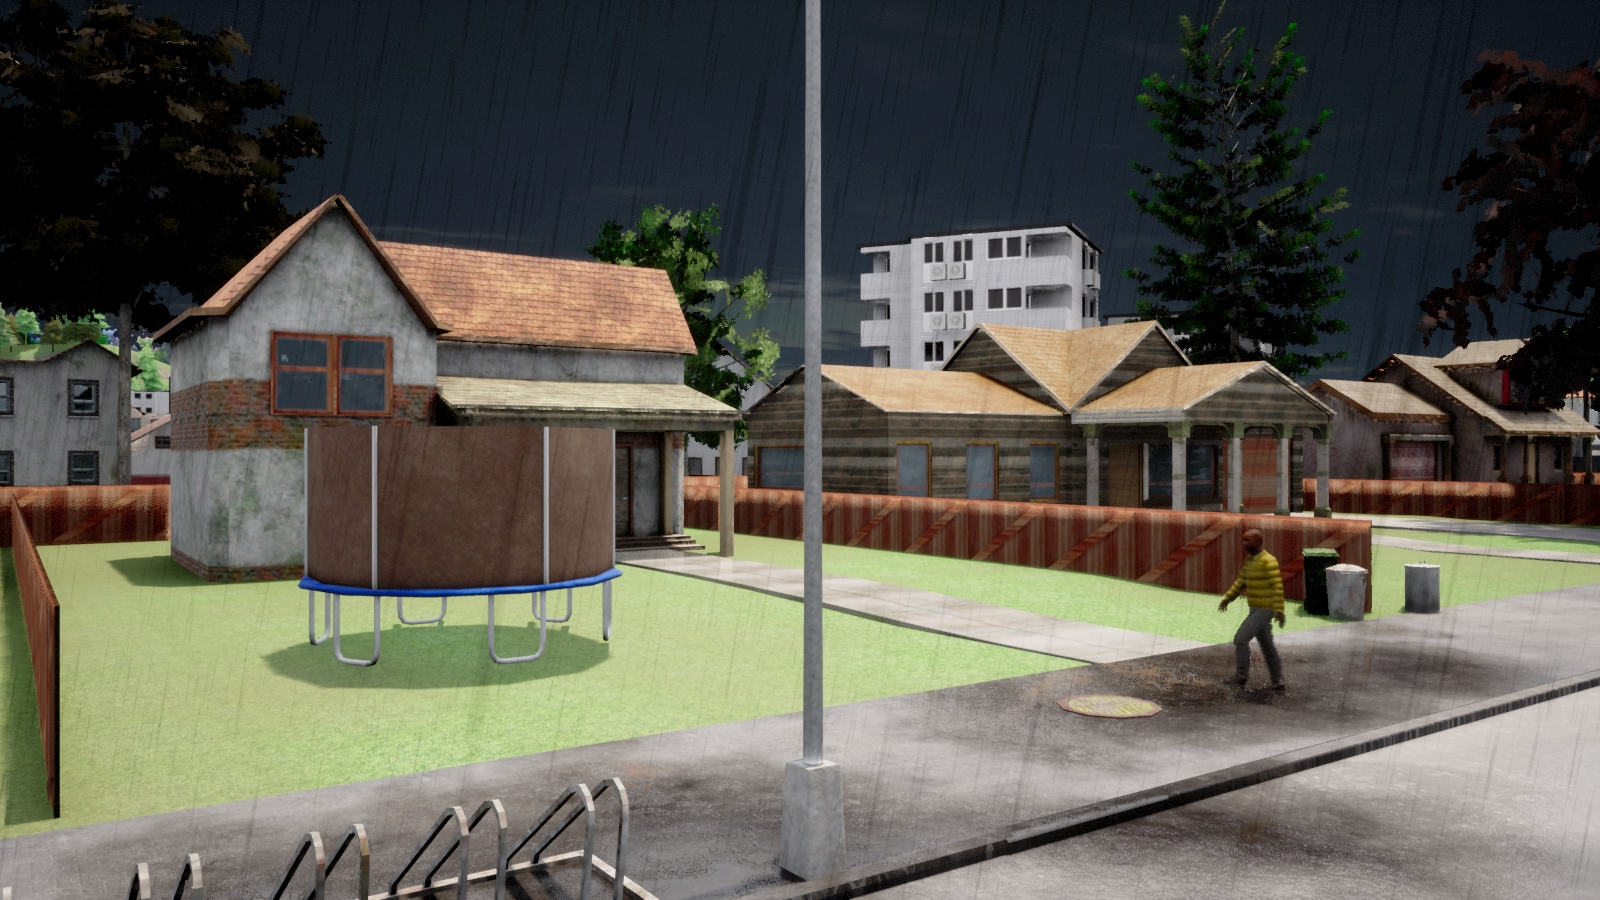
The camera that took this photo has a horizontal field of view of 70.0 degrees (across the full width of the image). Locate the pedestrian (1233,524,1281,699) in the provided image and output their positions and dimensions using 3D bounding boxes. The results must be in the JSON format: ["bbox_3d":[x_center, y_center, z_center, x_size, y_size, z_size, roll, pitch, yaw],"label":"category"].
[{"bbox_3d":[4.987,1.746,12.478,0.375,1.860,0.375,0,0,-2],"label":"pedestrian"}]
